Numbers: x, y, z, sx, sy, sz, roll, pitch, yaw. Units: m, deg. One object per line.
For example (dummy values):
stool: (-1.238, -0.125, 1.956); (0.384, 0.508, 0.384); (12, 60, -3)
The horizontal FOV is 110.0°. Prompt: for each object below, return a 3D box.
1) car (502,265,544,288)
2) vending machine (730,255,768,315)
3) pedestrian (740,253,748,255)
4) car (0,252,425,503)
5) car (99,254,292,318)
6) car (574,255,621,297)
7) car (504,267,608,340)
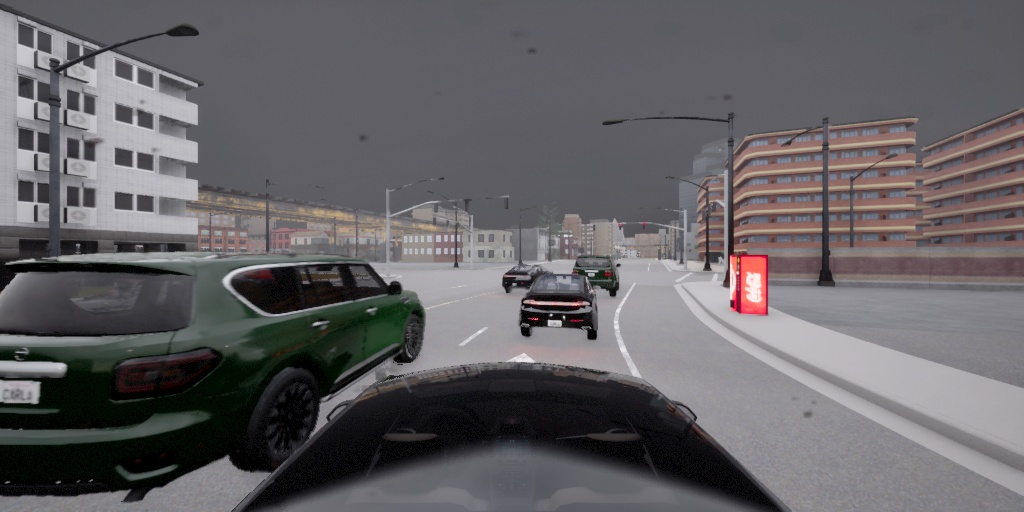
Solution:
car: (1.131, 1.238, 20.187); (2.128, 1.511, 4.902); (0, 0, 24)
vending machine: (7.825, 0.945, 11.853); (1.100, 2.100, 0.880); (0, 0, 20)
pedestrian: (8.059, 0.795, 12.472); (0.375, 1.860, 0.375); (0, 0, 21)
car: (-3.024, 0.972, 5.033); (2.150, 2.045, 5.566); (0, 0, 5)
car: (-12.118, 0.972, 14.446); (2.150, 2.045, 5.566); (0, 0, 16)
car: (4.578, 0.971, 19.347); (2.150, 2.045, 5.566); (0, 0, 19)
car: (1.448, 1.242, 10.108); (2.128, 1.511, 4.902); (0, 0, 13)
